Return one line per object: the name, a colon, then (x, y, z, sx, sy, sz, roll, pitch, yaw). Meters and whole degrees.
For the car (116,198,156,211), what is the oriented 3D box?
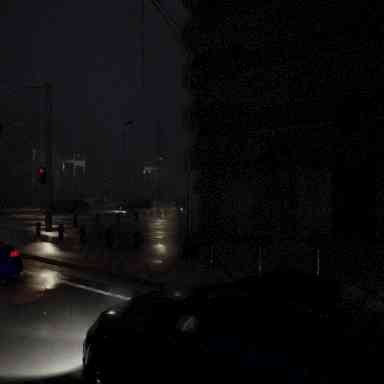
car: (-6.808, 1.492, 41.050, 2.033, 1.411, 5.357, 0, 0, 36)

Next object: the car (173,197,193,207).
car: (-0.751, 1.449, 49.406, 1.837, 1.490, 4.892, 0, 0, 36)

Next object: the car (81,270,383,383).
car: (0.767, 1.564, 3.445, 4.181, 1.385, 1.994, 0, 0, 36)

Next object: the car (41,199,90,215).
car: (-12.539, 1.449, 33.120, 1.837, 1.490, 4.892, 0, 0, 36)

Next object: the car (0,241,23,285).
car: (-6.084, 1.564, 8.315, 4.181, 1.385, 1.994, 0, 0, 36)
